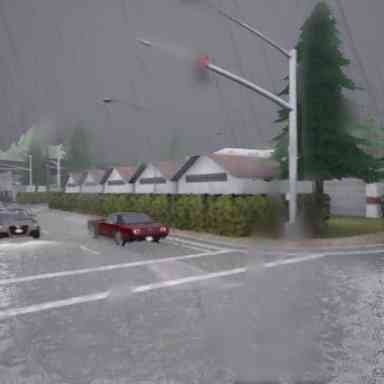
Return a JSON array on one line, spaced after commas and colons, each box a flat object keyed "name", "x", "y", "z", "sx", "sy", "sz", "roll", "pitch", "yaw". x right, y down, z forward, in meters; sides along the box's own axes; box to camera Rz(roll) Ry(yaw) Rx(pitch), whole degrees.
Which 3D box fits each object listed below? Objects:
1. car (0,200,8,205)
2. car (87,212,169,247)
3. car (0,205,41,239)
[{"name": "car", "x": -15.351, "y": 1.336, "z": 25.410, "sx": 2.097, "sy": 1.767, "sz": 4.553, "roll": 0, "pitch": 0, "yaw": -36}, {"name": "car", "x": -3.059, "y": 1.574, "z": 15.027, "sx": 1.895, "sy": 1.301, "sz": 4.718, "roll": 0, "pitch": 0, "yaw": -38}, {"name": "car", "x": -8.884, "y": 1.554, "z": 16.460, "sx": 1.994, "sy": 1.385, "sz": 4.181, "roll": 0, "pitch": 0, "yaw": -36}]
